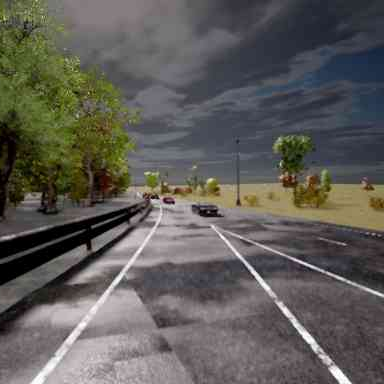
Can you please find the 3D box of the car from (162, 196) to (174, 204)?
[{"bbox_3d":[-4.695,1.535,65.000,1.994,1.385,4.181,0,0,-11],"label":"car"}]

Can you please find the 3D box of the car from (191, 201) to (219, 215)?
[{"bbox_3d":[1.155,1.559,32.794,1.895,1.301,4.718,0,0,-10],"label":"car"}]
